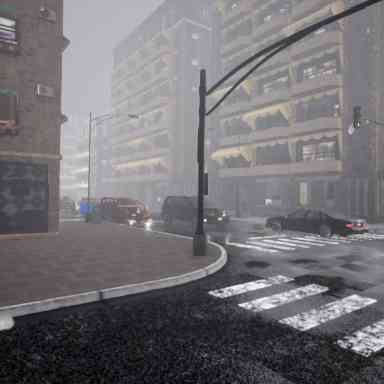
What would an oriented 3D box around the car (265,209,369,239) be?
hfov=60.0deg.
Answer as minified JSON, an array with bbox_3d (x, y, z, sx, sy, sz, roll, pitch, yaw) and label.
[{"bbox_3d":[6.483,1.616,17.872,2.033,1.411,5.357,1,-1,-35],"label":"car"}]

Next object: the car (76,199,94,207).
[{"bbox_3d":[-18.504,1.867,57.290,1.802,1.307,4.206,1,-1,-35],"label":"car"}]

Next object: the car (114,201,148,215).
[{"bbox_3d":[-6.766,1.742,36.517,1.895,1.301,4.718,1,-1,-35],"label":"car"}]

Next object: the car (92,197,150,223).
[{"bbox_3d":[-5.545,1.310,25.458,2.192,1.841,5.009,1,-1,-35],"label":"car"}]

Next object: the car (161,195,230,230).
[{"bbox_3d":[0.046,1.249,21.846,2.150,2.045,5.566,1,-1,-36],"label":"car"}]

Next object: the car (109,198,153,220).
[{"bbox_3d":[-5.524,1.410,29.693,2.097,1.767,4.553,1,-1,-35],"label":"car"}]

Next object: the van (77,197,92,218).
[{"bbox_3d":[-8.775,1.354,30.003,1.690,1.788,3.998,1,-1,-35],"label":"van"}]

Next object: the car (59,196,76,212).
[{"bbox_3d":[-15.234,1.368,39.094,2.192,1.841,5.009,1,-1,-35],"label":"car"}]
